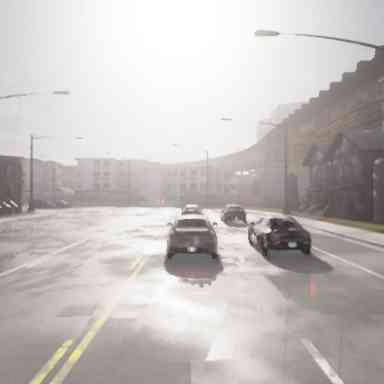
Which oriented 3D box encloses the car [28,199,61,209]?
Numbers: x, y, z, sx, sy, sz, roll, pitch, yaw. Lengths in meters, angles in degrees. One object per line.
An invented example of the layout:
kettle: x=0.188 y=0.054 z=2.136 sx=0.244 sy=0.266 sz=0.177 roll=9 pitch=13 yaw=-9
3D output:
car: x=-24.927 y=1.963 z=55.514 sx=4.553 sy=1.767 sz=2.097 roll=0 pitch=-1 yaw=21

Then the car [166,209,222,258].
car: x=0.011 y=1.657 z=13.482 sx=1.837 sy=1.490 sz=4.892 roll=0 pitch=0 yaw=0

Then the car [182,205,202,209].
car: x=0.000 y=1.844 z=28.878 sx=1.812 sy=1.442 sz=4.674 roll=0 pitch=0 yaw=0

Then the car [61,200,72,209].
car: x=-23.530 y=2.173 z=58.758 sx=4.674 sy=1.442 sz=1.812 roll=0 pitch=-1 yaw=21

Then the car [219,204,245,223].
car: x=3.496 y=1.822 z=28.482 sx=1.837 sy=1.490 sz=4.892 roll=0 pitch=0 yaw=0

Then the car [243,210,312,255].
car: x=3.514 y=1.680 z=13.877 sx=1.812 sy=1.442 sz=4.674 roll=0 pitch=0 yaw=0
